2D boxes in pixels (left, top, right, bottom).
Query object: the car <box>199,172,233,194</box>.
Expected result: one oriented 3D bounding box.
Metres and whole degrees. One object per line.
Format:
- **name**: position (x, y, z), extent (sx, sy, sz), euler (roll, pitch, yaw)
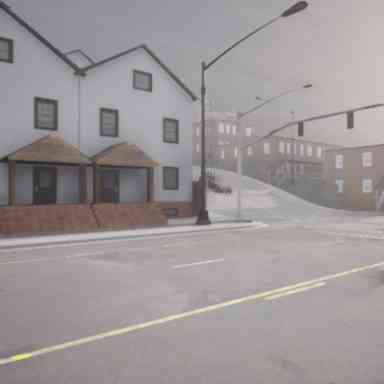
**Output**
- **car**: position (2.910, -1.158, 39.060), extent (2.097, 1.767, 4.553), euler (0, 20, -37)
